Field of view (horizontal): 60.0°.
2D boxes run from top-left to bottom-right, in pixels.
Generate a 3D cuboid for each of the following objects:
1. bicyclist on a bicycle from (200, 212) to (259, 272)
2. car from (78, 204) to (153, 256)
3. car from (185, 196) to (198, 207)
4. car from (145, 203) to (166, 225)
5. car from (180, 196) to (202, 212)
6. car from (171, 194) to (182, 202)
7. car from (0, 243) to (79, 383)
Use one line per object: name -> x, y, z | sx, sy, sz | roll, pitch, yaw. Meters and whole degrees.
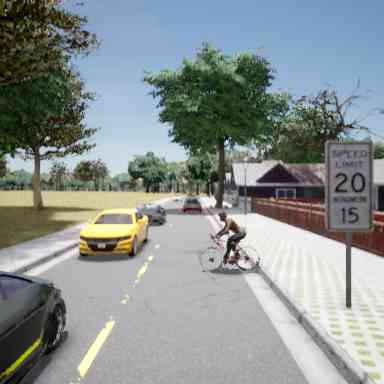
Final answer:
bicyclist on a bicycle -> 1.013, 1.367, 9.085 | 1.656, 1.620, 0.582 | -1, 0, 0
car -> -2.870, 1.435, 13.062 | 1.882, 1.535, 5.008 | 0, 0, 0
car -> -0.041, 1.302, 48.708 | 1.837, 1.490, 4.892 | 0, 0, 0
car -> -2.871, 1.489, 22.963 | 1.994, 1.385, 4.181 | 0, 0, 1
car -> 0.040, 1.433, 36.298 | 1.994, 1.385, 4.181 | 0, 0, 0
car -> -2.902, 1.210, 65.106 | 1.812, 1.442, 4.674 | 0, 0, 0
car -> -2.852, 1.553, 3.259 | 1.994, 1.385, 4.181 | 0, 0, 0
